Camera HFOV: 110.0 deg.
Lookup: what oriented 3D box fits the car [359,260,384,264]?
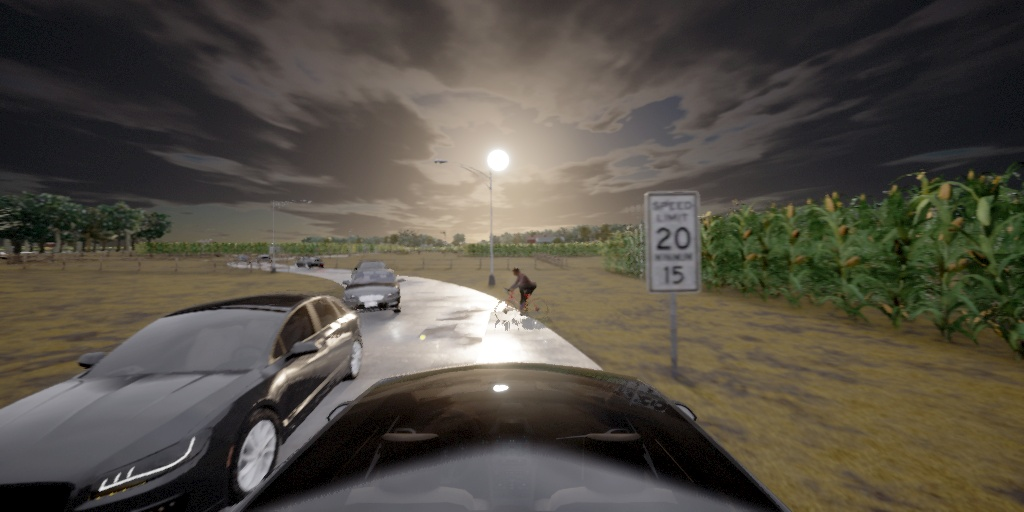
[{"bbox_3d":[-8.731,1.068,22.449,2.097,1.767,4.553,-1,1,-28],"label":"car"}]

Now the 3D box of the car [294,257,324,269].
[{"bbox_3d":[-25.943,0.861,45.790,4.892,1.490,1.837,1,1,35],"label":"car"}]

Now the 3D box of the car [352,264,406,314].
[{"bbox_3d":[-5.149,1.236,13.538,2.128,1.511,4.902,-1,0,-18],"label":"car"}]

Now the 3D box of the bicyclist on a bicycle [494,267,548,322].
[{"bbox_3d":[0.279,1.138,10.595,1.656,1.620,0.582,-1,0,-12],"label":"bicyclist on a bicycle"}]

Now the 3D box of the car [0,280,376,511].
[{"bbox_3d":[-3.244,1.293,4.361,1.837,1.490,4.892,-1,0,-8],"label":"car"}]
